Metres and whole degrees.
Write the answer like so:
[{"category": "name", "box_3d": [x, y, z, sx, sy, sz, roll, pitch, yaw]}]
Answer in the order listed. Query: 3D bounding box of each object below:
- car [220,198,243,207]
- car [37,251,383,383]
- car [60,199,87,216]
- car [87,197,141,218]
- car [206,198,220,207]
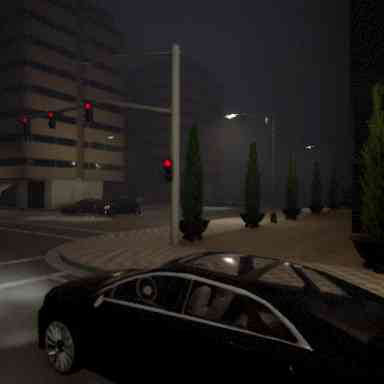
[{"category": "car", "box_3d": [6.489, 1.542, 48.807, 1.895, 1.301, 4.718, 0, 0, 35]}, {"category": "car", "box_3d": [0.110, 1.481, 3.896, 4.902, 1.511, 2.128, 0, 0, 36]}, {"category": "car", "box_3d": [-9.992, 1.402, 31.554, 1.882, 1.535, 5.008, 0, 0, 35]}, {"category": "car", "box_3d": [-6.744, 1.294, 30.085, 2.097, 1.767, 4.553, 0, 0, 35]}, {"category": "car", "box_3d": [3.628, 1.524, 50.822, 1.895, 1.301, 4.718, 0, 0, 35]}]
